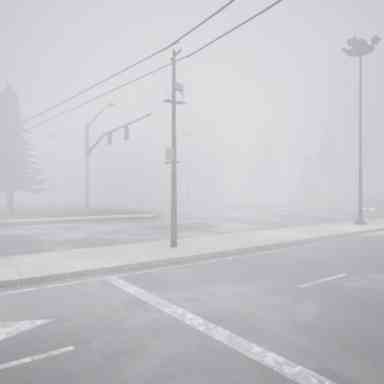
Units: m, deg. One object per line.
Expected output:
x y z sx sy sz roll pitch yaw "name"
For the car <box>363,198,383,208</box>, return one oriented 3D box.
25.688 1.537 46.437 4.181 1.385 1.994 0 0 -35 "car"
